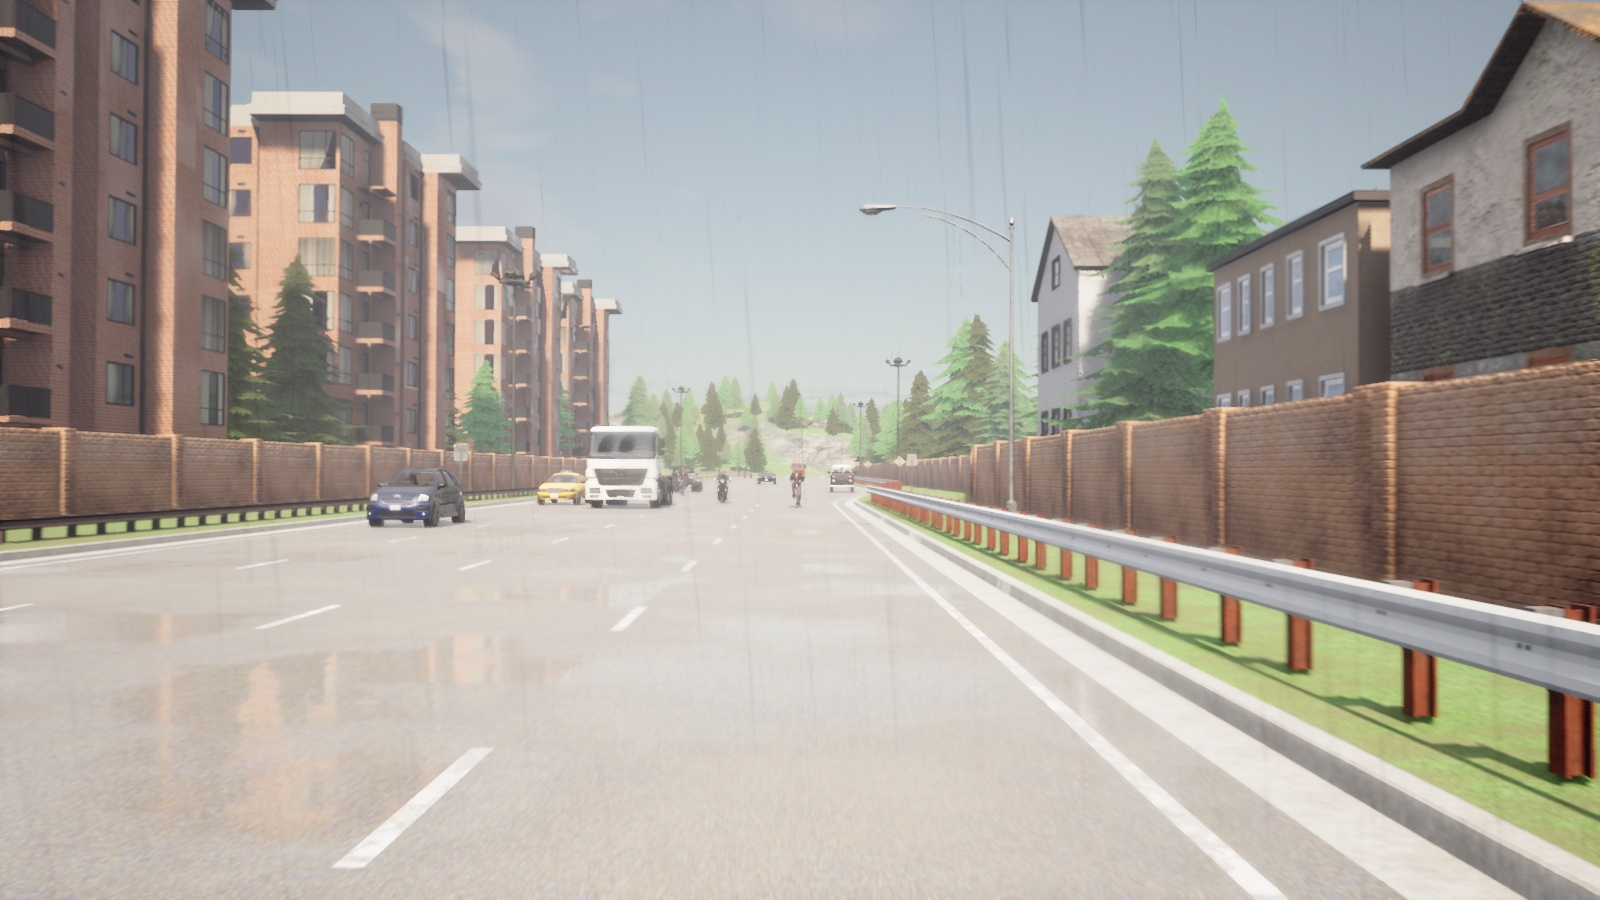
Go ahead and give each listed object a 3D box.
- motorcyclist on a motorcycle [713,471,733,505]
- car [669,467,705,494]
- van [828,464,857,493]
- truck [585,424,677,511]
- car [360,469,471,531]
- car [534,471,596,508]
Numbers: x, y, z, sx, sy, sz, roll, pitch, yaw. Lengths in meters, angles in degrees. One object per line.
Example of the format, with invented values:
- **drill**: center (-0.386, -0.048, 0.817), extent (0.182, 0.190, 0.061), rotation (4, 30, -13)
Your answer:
- **motorcyclist on a motorcycle**: center (-3.645, 1.778, 59.569), extent (0.866, 1.590, 1.817), rotation (0, -1, 0)
- **car**: center (-8.087, 2.139, 89.497), extent (1.905, 1.878, 3.866), rotation (0, -1, -15)
- **van**: center (3.075, 2.058, 91.633), extent (2.069, 2.038, 4.480), rotation (0, -1, 2)
- **truck**: center (-7.135, 0.765, 54.041), extent (2.891, 3.462, 7.936), rotation (0, -1, 0)
- **car**: center (-10.585, 1.338, 34.864), extent (1.851, 1.617, 3.988), rotation (0, -1, 0)
- **car**: center (-10.638, 1.753, 57.221), extent (1.801, 1.575, 5.366), rotation (0, -1, 0)
